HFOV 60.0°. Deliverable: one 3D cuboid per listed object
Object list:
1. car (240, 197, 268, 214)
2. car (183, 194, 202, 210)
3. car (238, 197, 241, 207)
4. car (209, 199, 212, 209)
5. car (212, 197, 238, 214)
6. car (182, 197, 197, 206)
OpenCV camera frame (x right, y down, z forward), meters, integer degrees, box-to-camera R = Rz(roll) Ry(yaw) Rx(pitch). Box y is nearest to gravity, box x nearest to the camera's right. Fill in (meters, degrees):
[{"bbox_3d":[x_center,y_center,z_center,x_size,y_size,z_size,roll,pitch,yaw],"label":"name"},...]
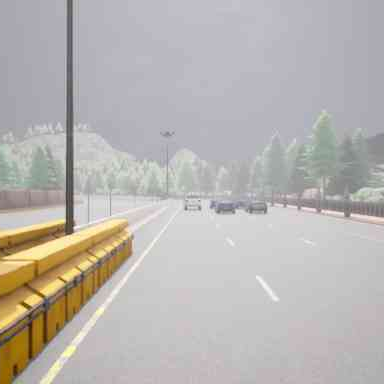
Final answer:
[{"bbox_3d":[7.081,1.558,37.000,2.128,1.511,4.902,0,0,0],"label":"car"},{"bbox_3d":[0.107,1.301,44.273,2.150,2.045,5.566,0,0,0],"label":"car"},{"bbox_3d":[7.025,1.436,46.900,2.097,1.767,4.553,0,0,0],"label":"car"},{"bbox_3d":[3.534,1.563,47.435,1.882,1.535,5.008,0,0,0],"label":"car"},{"bbox_3d":[3.614,1.544,36.962,1.882,1.535,5.008,0,0,0],"label":"car"},{"bbox_3d":[-0.516,1.597,58.692,2.128,1.511,4.902,0,0,-5],"label":"car"}]
